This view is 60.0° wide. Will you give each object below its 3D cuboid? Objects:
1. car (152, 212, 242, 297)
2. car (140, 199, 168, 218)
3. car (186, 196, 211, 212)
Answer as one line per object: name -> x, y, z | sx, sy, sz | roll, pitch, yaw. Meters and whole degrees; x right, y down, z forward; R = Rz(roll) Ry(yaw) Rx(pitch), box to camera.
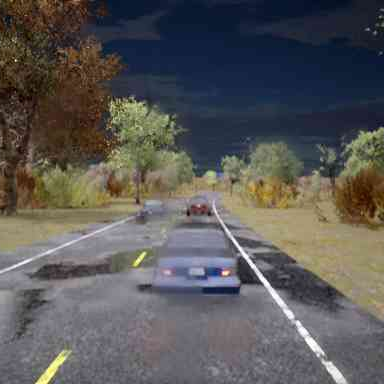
car -> 0.139, 1.493, 8.621 | 2.033, 1.411, 5.357 | 0, 0, 1
car -> -3.124, 1.339, 28.177 | 1.812, 1.442, 4.674 | 0, 0, 2
car -> 0.641, 1.157, 29.927 | 2.097, 1.767, 4.553 | 0, 0, 2
